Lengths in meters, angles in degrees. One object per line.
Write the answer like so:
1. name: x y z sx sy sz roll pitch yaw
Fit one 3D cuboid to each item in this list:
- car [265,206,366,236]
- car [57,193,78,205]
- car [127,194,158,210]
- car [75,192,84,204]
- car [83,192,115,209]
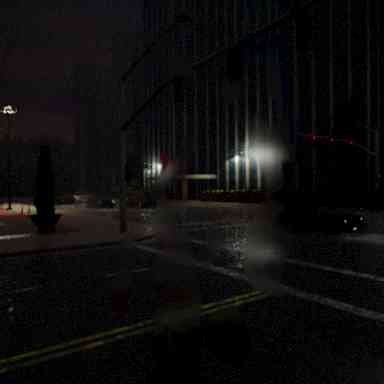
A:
1. car: 6.159 1.378 17.021 1.895 1.301 4.718 -1 1 -36
2. car: -20.350 1.354 53.479 1.994 1.385 4.181 -1 1 -36
3. car: -5.836 1.084 39.245 2.097 1.767 4.553 -1 1 -36
4. car: -18.766 0.946 57.244 2.150 2.045 5.566 -1 0 -36
5. car: -11.140 1.139 40.603 2.097 1.767 4.553 -1 1 -36
